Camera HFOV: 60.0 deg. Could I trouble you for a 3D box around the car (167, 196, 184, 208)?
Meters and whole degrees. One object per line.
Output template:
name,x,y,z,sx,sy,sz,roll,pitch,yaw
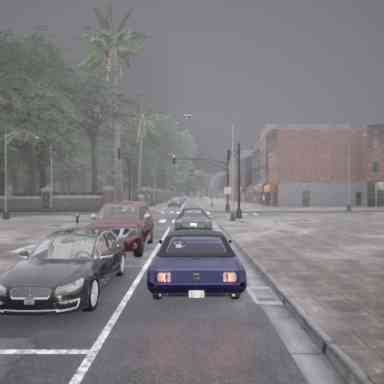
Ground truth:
car,-2.724,1.541,51.201,1.967,1.590,4.097,0,0,0

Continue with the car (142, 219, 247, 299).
car,0.086,1.601,8.372,1.895,1.301,4.718,0,0,0

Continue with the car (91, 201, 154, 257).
car,-2.660,1.318,13.052,2.192,1.841,5.009,0,0,0

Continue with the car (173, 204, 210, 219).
car,0.065,1.572,18.415,1.994,1.385,4.181,0,0,0

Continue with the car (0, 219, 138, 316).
car,-2.650,1.551,7.588,2.008,1.369,4.403,0,0,0
